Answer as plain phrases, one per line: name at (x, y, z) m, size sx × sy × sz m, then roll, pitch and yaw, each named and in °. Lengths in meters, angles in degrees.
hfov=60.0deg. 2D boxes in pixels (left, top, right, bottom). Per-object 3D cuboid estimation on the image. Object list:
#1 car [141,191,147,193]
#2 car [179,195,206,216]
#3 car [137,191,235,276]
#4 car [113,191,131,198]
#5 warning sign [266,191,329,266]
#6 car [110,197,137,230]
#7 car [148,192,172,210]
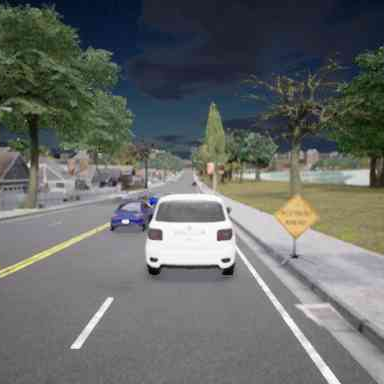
car at (-6.636, 0.603, 47.907) m, size 1.994 × 1.385 × 4.181 m, roll 0°, pitch 2°, yaw 0°
car at (0.042, 1.055, 27.971) m, size 2.033 × 1.411 × 5.357 m, roll 0°, pitch 1°, yaw 0°
car at (0.031, 1.053, 9.933) m, size 2.150 × 2.045 × 5.566 m, roll 0°, pitch 1°, yaw 2°
car at (-9.887, 0.575, 47.492) m, size 1.812 × 1.442 × 4.674 m, roll 0°, pitch 1°, yaw 0°
warning sign at (2.881, 0.960, 9.239) m, size 1.300 × 1.860 × 1.060 m, roll 2°, pitch 3°, yaw 0°
car at (-3.179, 1.209, 18.215) m, size 1.812 × 1.442 × 4.674 m, roll 0°, pitch 1°, yaw 0°
car at (-3.195, 0.862, 34.039) m, size 1.882 × 1.535 × 5.008 m, roll 0°, pitch 1°, yaw 0°
